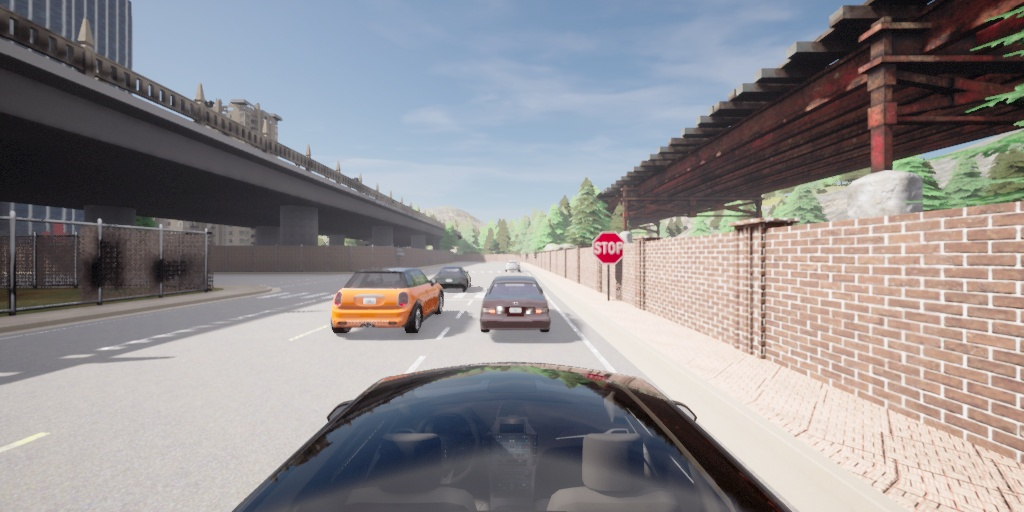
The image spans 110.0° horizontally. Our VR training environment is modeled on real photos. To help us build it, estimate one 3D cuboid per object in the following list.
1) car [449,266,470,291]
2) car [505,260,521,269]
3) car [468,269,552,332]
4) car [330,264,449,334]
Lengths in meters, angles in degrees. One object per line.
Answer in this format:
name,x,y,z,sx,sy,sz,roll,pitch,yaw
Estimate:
car,-3.590,1.308,21.676,1.994,1.385,4.181,0,0,-4
car,0.095,1.261,45.258,1.812,1.442,4.674,0,0,-1
car,0.079,1.294,10.758,2.033,1.411,5.357,0,0,0
car,-3.422,1.100,10.735,2.097,1.767,4.553,0,0,0
